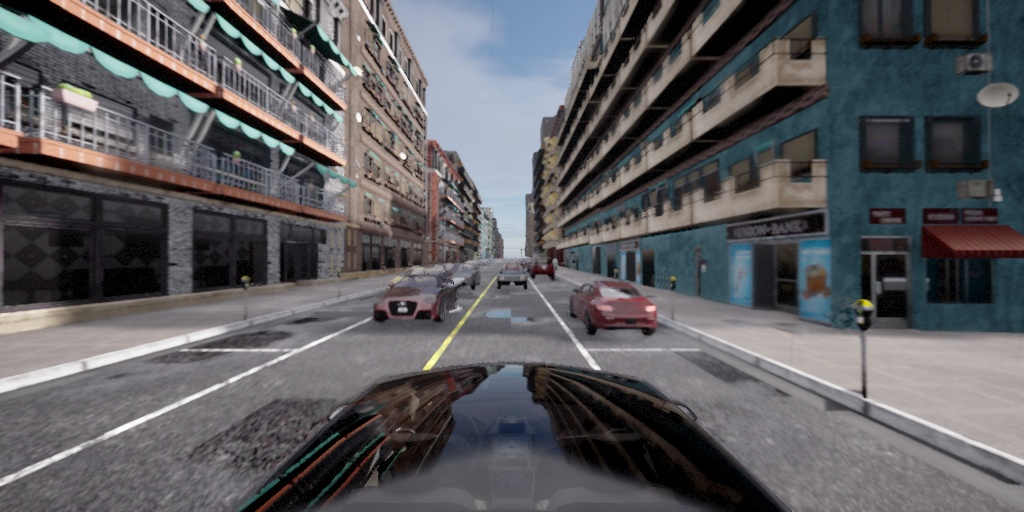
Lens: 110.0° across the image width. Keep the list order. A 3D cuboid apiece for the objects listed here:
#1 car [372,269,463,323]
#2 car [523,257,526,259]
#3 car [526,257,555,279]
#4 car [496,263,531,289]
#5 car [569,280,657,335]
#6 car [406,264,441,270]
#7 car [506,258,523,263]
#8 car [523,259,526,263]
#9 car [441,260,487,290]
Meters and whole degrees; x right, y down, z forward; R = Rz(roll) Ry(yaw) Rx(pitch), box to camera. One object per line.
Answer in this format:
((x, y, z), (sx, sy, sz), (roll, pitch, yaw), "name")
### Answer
((-3.042, 1.312, 12.008), (1.994, 1.385, 4.181), (0, 0, 0), "car")
((2.665, 1.187, 59.894), (1.967, 1.591, 4.097), (0, 0, 0), "car")
((2.678, 1.061, 32.277), (2.192, 1.841, 5.009), (0, 0, 0), "car")
((0.027, 1.348, 23.154), (1.895, 1.301, 4.718), (0, 0, 0), "car")
((2.688, 1.330, 10.183), (1.802, 1.307, 4.207), (0, 0, 0), "car")
((-5.699, 1.272, 21.070), (1.751, 1.417, 4.829), (0, 0, 0), "car")
((0.074, 1.309, 48.166), (1.994, 1.385, 4.181), (0, 0, 0), "car")
((2.673, 1.311, 43.323), (1.948, 1.339, 4.313), (0, 0, 0), "car")
((-3.022, 1.238, 22.747), (2.128, 1.511, 4.902), (0, 0, 0), "car")
